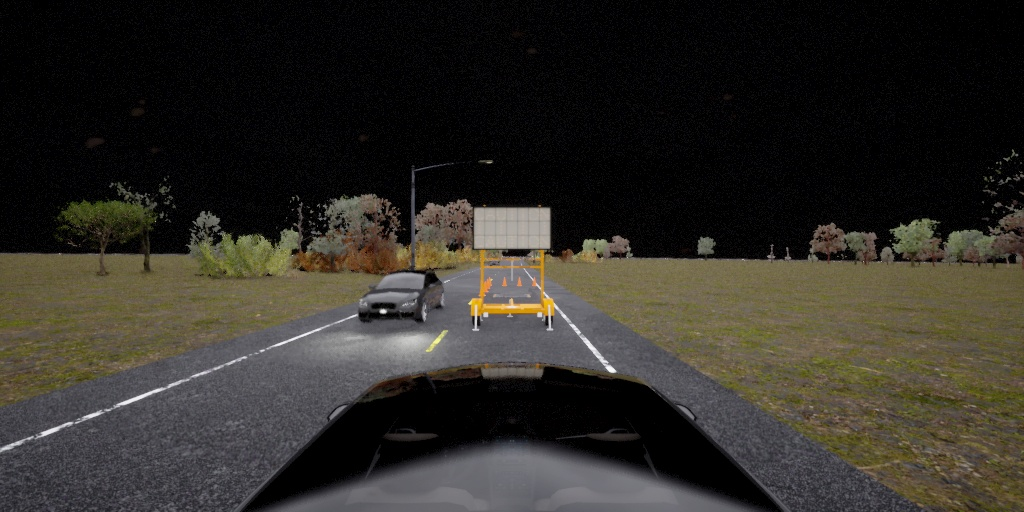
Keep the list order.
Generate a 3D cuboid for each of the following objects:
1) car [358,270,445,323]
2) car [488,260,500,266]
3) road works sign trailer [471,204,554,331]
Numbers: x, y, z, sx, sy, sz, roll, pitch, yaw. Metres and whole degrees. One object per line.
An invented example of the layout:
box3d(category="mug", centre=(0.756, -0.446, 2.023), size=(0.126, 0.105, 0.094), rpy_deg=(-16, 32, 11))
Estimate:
box3d(category="car", centre=(-3.508, 1.259, 12.191), size=(1.837, 1.490, 4.892), rpy_deg=(0, 0, 0))
box3d(category="car", centre=(-3.242, 1.355, 65.081), size=(1.994, 1.385, 4.181), rpy_deg=(0, 0, 1))
box3d(category="road works sign trailer", centre=(0.004, 0.218, 11.040), size=(2.380, 3.560, 2.880), rpy_deg=(0, 0, -1))
